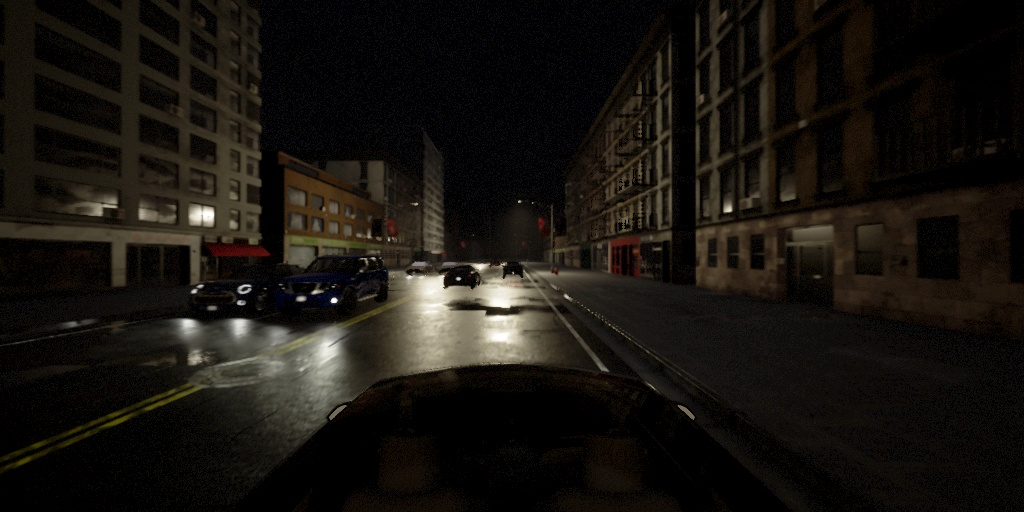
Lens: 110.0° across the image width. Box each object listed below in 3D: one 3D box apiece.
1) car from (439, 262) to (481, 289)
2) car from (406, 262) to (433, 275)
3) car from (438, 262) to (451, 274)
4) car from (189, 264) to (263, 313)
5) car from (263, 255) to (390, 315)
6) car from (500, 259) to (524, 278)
[{"bbox_3d":[-3.156,1.315,23.168,1.994,1.385,4.181,0,0,0],"label":"car"},{"bbox_3d":[-9.851,1.299,38.631,2.033,1.411,5.357,0,0,0],"label":"car"},{"bbox_3d":[-6.603,1.299,38.628,2.033,1.411,5.357,0,0,0],"label":"car"},{"bbox_3d":[-9.754,1.103,13.902,2.097,1.767,4.553,0,0,0],"label":"car"},{"bbox_3d":[-6.504,0.973,13.822,2.150,2.045,5.566,0,0,0],"label":"car"},{"bbox_3d":[0.093,1.256,34.291,1.837,1.490,4.892,0,0,0],"label":"car"}]
